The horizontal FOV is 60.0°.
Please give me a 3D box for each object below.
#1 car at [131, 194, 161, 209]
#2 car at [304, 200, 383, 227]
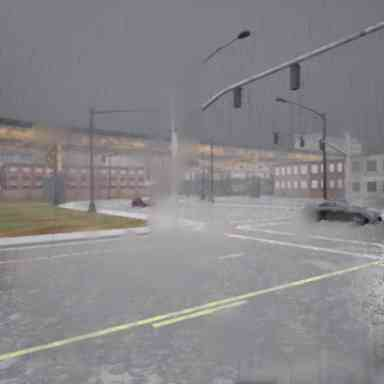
[{"bbox_3d":[-6.139,1.311,42.337,1.812,1.442,4.674,-1,0,-37],"label":"car"},{"bbox_3d":[9.352,1.270,20.648,2.128,1.511,4.902,-1,0,-35],"label":"car"}]
